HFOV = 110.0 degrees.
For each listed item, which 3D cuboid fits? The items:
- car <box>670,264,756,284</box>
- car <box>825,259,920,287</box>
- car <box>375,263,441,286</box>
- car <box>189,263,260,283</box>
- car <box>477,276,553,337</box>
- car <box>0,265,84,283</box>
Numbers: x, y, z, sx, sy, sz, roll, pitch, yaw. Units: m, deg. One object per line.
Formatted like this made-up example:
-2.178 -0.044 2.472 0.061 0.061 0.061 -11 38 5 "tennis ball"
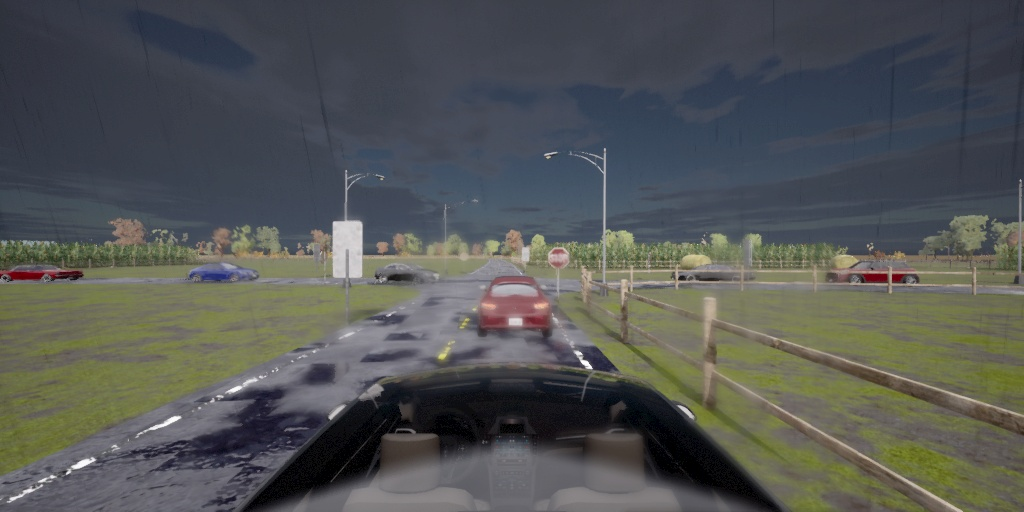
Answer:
14.581 1.293 26.208 5.357 1.411 2.033 0 0 10 "car"
24.253 1.109 24.338 4.553 1.767 2.097 0 0 12 "car"
-7.352 1.242 25.320 4.902 1.511 2.128 0 0 21 "car"
-21.665 1.262 27.027 4.674 1.442 1.812 0 0 2 "car"
0.058 1.274 10.147 1.812 1.442 4.674 0 0 -1 "car"
-35.729 1.332 27.198 4.718 1.301 1.895 0 0 -1 "car"
